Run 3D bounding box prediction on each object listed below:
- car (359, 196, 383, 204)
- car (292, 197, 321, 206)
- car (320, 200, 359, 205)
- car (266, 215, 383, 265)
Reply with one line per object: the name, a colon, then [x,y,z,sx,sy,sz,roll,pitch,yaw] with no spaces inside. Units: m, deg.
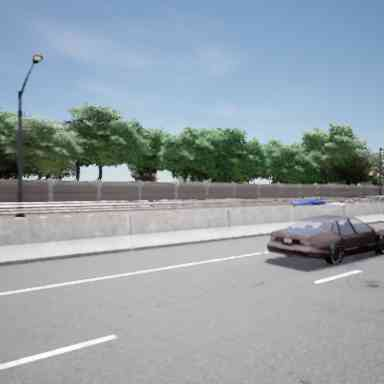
car: [20.398,1.263,35.735,4.553,1.767,2.097,0,0,-35]
car: [14.008,1.397,39.777,5.008,1.535,1.882,0,0,-35]
car: [17.010,1.517,37.621,4.718,1.301,1.895,0,0,-35]
car: [4.970,1.524,11.586,5.357,1.411,2.033,0,0,-35]
